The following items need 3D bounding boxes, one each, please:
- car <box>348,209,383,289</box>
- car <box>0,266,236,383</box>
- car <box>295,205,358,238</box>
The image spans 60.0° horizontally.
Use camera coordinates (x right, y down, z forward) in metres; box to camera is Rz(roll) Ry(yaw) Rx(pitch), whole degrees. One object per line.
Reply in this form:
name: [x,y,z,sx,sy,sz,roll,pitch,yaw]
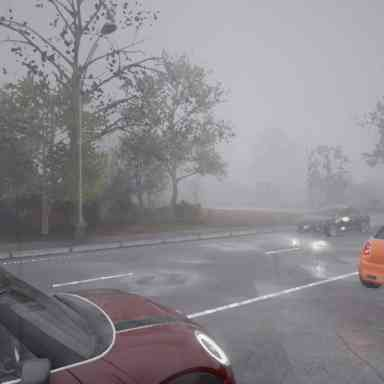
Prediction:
car: [6.057,1.352,7.979,4.553,1.767,2.097,0,0,-35]
car: [-1.806,1.352,2.423,4.553,1.767,2.097,0,0,-36]
car: [7.598,1.504,17.829,4.892,1.490,1.837,0,0,-35]
